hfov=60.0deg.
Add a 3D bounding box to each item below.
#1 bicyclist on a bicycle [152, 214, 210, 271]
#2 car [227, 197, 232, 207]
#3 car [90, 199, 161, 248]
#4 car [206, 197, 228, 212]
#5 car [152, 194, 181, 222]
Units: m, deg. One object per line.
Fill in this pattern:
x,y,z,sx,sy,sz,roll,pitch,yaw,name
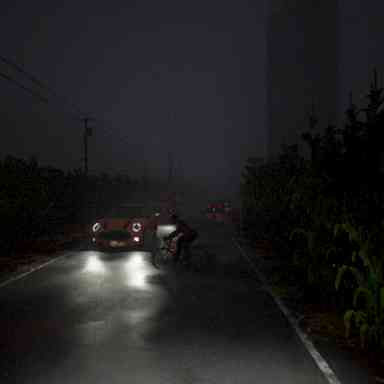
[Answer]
-0.323,1.453,9.411,1.656,1.620,0.582,-2,0,1,bicyclist on a bicycle
4.940,1.487,50.517,2.128,1.511,4.902,0,0,11,car
-2.840,1.350,14.718,2.097,1.767,4.553,0,0,2,car
2.790,1.598,38.485,1.895,1.301,4.718,0,0,10,car
-2.158,1.219,26.328,2.150,2.045,5.566,0,0,5,car
